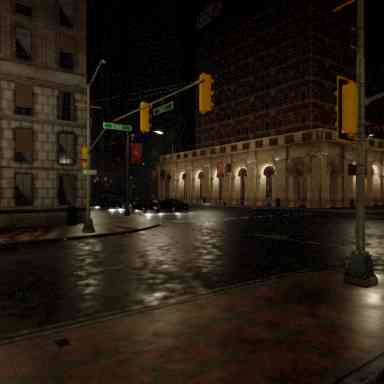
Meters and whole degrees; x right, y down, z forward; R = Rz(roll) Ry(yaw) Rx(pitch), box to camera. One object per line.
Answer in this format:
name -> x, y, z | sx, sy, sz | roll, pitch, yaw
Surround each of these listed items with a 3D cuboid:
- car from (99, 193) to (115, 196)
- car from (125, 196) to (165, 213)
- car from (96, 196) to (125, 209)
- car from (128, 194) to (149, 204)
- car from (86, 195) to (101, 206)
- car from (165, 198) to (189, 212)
car -> -14.117, 1.221, 56.016 | 2.150, 2.045, 5.566 | 0, 0, -35
car -> -5.318, 1.505, 37.467 | 1.837, 1.490, 4.892 | 0, 0, -36
car -> -11.124, 1.564, 45.597 | 1.994, 1.385, 4.181 | 0, 0, -35
car -> -9.982, 1.352, 62.357 | 2.097, 1.767, 4.553 | 0, 0, -35
car -> -16.990, 1.478, 53.987 | 1.882, 1.535, 5.008 | 0, 0, -35
car -> -2.273, 1.478, 39.231 | 1.882, 1.535, 5.008 | 0, 0, -36
